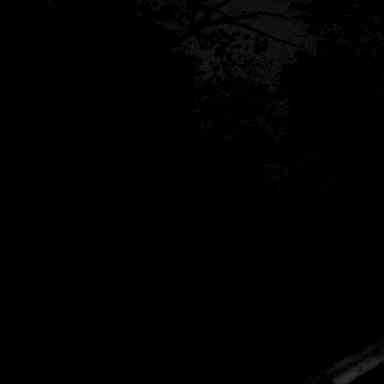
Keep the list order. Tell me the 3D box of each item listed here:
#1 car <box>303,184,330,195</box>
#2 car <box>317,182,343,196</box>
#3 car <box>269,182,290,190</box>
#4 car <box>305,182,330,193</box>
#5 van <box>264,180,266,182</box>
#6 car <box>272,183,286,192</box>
[{"bbox_3d":[19.841,-0.323,52.825,1.946,1.575,5.366,6,4,44],"label":"car"},{"bbox_3d":[21.719,-0.369,50.761,2.435,2.045,5.566,6,4,44],"label":"car"},{"bbox_3d":[18.965,-1.220,71.804,2.163,1.488,4.792,6,4,44],"label":"car"},{"bbox_3d":[24.981,-0.894,65.894,2.435,2.045,5.566,6,4,44],"label":"car"},{"bbox_3d":[15.046,-1.839,75.465,1.878,1.987,4.442,5,3,44],"label":"van"},{"bbox_3d":[15.631,-0.729,56.442,1.946,1.575,5.366,6,4,44],"label":"car"}]
